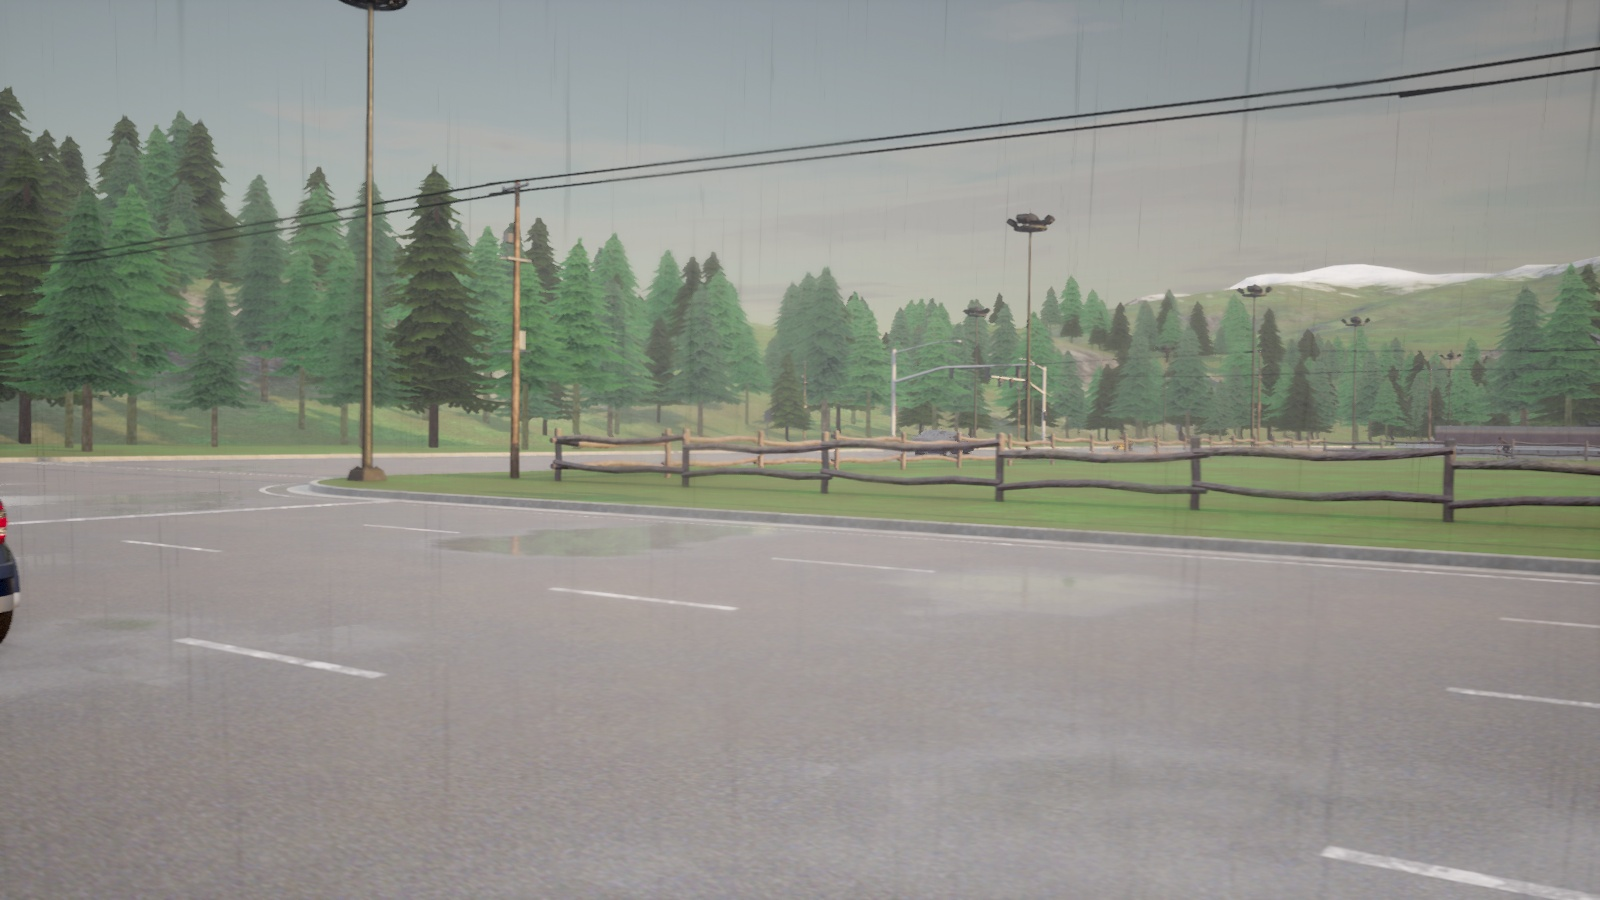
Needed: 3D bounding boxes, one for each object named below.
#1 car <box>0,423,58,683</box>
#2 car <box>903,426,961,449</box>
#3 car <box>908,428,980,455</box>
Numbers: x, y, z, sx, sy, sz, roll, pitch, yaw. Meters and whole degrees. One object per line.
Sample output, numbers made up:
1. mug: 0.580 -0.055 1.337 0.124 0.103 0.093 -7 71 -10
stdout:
1. car: -6.623 0.612 8.022 3.705 1.549 1.789 0 1 34
2. car: 9.802 -0.910 93.030 2.033 1.649 4.856 0 1 37
3. car: 8.331 -0.495 72.392 2.163 1.488 4.792 0 1 34
